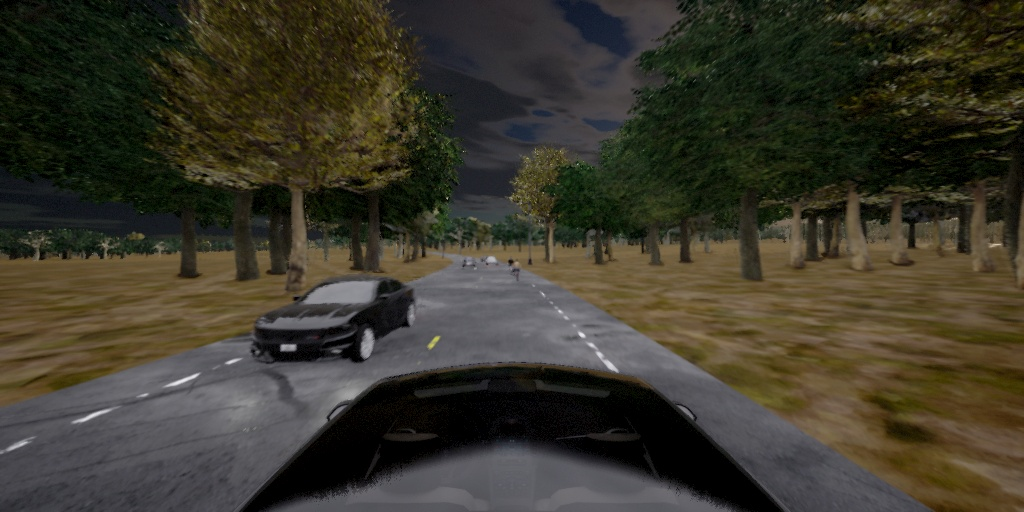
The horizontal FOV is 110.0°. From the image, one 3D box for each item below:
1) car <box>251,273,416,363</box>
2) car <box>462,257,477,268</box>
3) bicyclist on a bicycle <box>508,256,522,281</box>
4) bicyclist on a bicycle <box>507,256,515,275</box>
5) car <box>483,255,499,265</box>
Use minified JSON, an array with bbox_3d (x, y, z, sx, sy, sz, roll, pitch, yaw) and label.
[{"bbox_3d":[-3.651,1.196,8.305,1.882,1.535,5.008,0,0,-1],"label":"car"},{"bbox_3d":[-5.855,0.861,49.377,2.128,1.511,4.902,0,1,-5],"label":"car"},{"bbox_3d":[0.344,1.008,26.303,0.866,1.612,1.509,0,0,-2],"label":"bicyclist on a bicycle"},{"bbox_3d":[-0.117,0.872,34.693,0.659,1.776,1.843,0,1,-4],"label":"bicyclist on a bicycle"},{"bbox_3d":[-3.440,0.763,60.521,1.812,1.442,4.674,0,1,-6],"label":"car"}]
